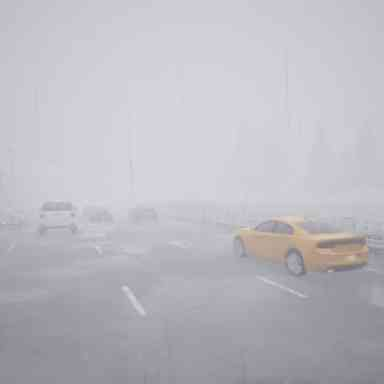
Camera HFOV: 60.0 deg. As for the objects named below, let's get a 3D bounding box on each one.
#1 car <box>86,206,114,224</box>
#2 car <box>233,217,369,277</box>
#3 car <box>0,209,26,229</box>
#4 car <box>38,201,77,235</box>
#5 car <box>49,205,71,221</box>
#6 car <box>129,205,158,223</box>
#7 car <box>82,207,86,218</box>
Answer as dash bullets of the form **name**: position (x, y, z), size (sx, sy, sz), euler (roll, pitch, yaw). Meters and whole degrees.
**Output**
- **car**: position (-8.399, 2.057, 30.471), size (1.812, 1.442, 4.674), euler (0, -1, -21)
- **car**: position (3.098, 1.533, 10.655), size (1.882, 1.535, 5.008), euler (0, -1, -21)
- **car**: position (-14.065, 2.041, 25.753), size (1.812, 1.442, 4.674), euler (0, -1, -21)
- **car**: position (-8.759, 1.587, 21.779), size (2.150, 2.045, 5.566), euler (0, -1, -21)
- **car**: position (-14.592, 2.244, 36.736), size (2.128, 1.511, 4.902), euler (0, -1, -21)
- **car**: position (-4.486, 1.958, 30.089), size (2.128, 1.511, 4.902), euler (0, -1, -21)
- **car**: position (-12.144, 2.334, 40.088), size (2.033, 1.411, 5.357), euler (0, -1, -21)
